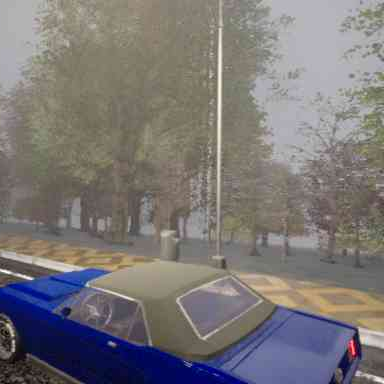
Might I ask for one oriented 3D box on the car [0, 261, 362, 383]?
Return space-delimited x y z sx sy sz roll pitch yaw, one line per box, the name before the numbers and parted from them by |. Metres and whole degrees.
car | -0.651 1.581 4.120 4.718 1.301 1.895 0 0 35
